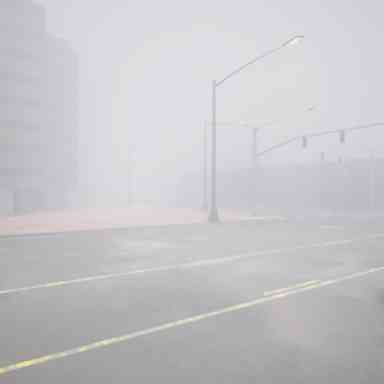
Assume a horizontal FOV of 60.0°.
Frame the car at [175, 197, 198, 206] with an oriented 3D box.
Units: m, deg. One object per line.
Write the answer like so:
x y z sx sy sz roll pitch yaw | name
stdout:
-0.895 1.548 55.276 1.882 1.535 5.008 0 0 -35 | car

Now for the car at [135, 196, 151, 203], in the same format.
-10.071 1.605 68.181 1.994 1.385 4.181 0 0 -36 | car
